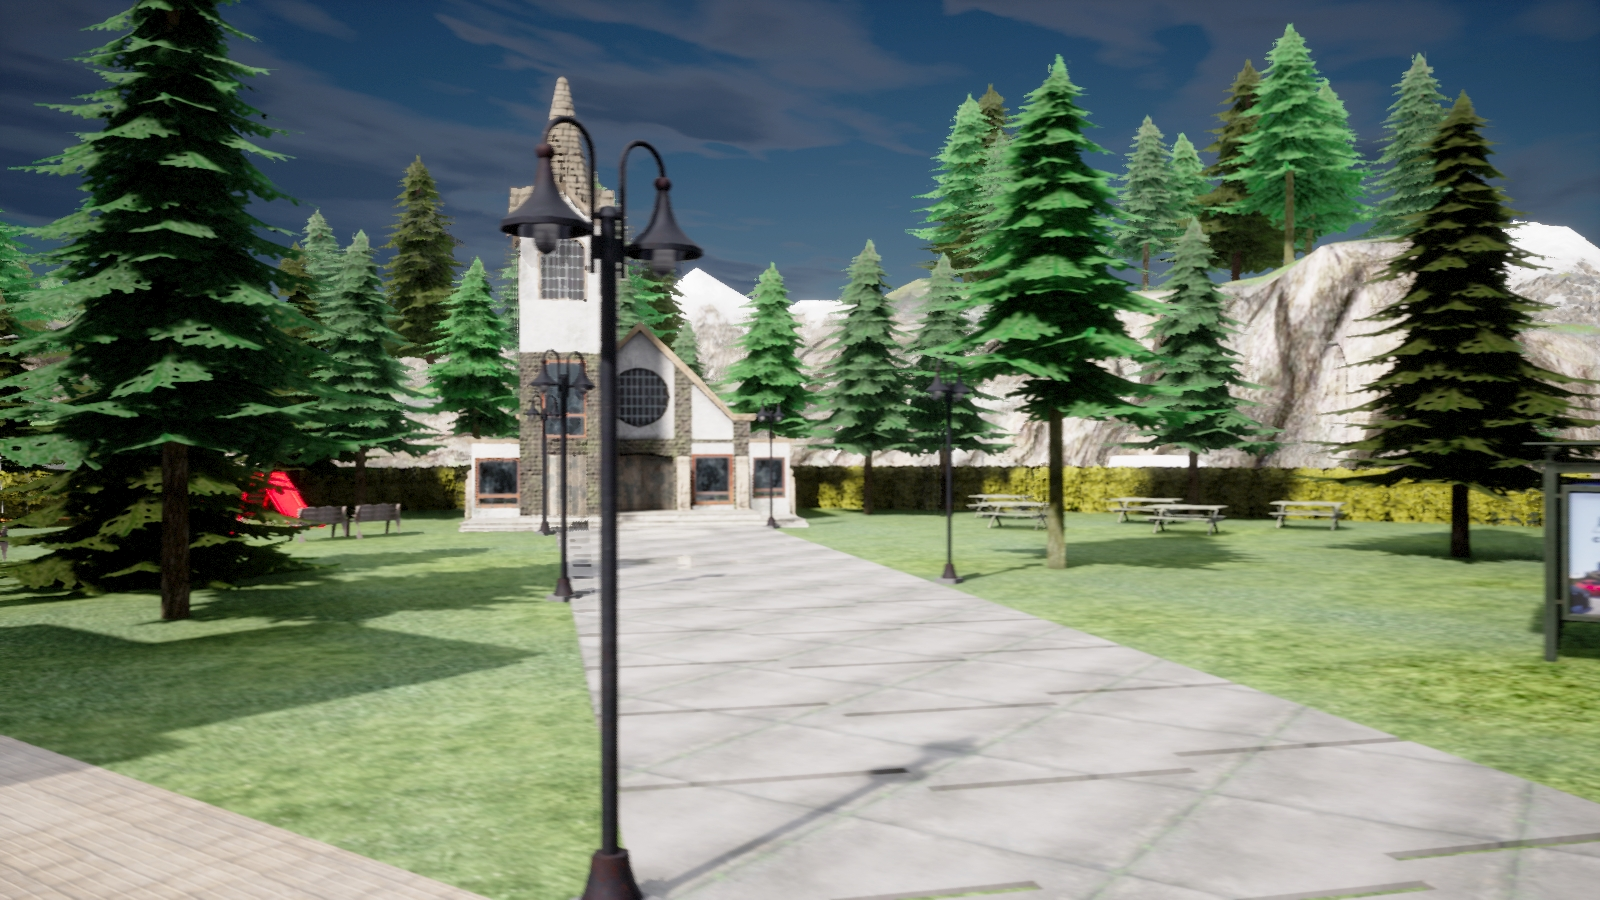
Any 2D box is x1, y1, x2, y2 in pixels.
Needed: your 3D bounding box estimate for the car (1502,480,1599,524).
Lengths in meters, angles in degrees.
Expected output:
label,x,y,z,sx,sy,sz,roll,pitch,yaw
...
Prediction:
label,x,y,z,sx,sy,sz,roll,pitch,yaw
car,29.785,1.983,43.654,5.006,1.535,2.097,0,0,32
